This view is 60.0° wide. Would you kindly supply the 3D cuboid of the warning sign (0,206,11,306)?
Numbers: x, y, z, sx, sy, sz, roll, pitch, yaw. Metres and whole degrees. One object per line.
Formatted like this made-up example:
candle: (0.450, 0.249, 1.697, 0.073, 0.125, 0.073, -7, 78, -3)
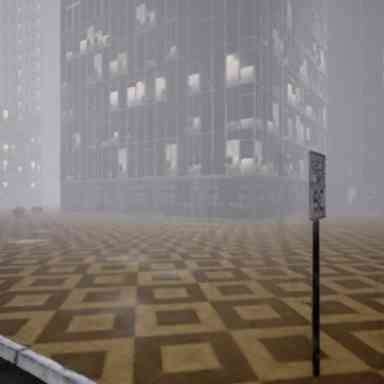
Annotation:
warning sign: (-4.273, 1.197, 6.152, 1.060, 1.860, 1.300, 0, -1, 36)
